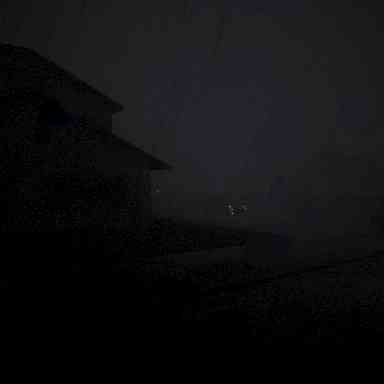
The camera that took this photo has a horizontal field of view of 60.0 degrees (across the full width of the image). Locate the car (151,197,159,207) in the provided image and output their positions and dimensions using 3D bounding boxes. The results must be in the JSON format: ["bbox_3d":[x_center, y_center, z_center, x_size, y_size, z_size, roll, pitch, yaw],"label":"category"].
[{"bbox_3d":[-6.751,1.526,50.831,1.812,1.442,4.674,0,0,-36],"label":"car"}]

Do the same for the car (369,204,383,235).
[{"bbox_3d":[11.131,1.351,16.213,2.097,1.767,4.553,0,0,-20],"label":"car"}]

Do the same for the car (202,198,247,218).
[{"bbox_3d":[2.868,1.352,30.049,2.097,1.767,4.553,0,0,-35],"label":"car"}]
